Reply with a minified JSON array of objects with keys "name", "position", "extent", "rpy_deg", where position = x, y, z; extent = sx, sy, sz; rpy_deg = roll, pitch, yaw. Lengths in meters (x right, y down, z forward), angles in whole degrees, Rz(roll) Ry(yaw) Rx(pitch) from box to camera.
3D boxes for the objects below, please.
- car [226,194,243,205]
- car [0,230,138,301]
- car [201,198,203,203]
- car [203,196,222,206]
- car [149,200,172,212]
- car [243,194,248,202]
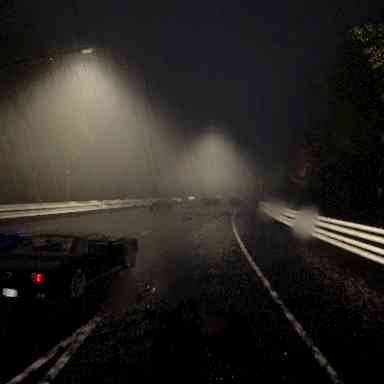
[{"name":"car","position":[8.610,1.688,66.553],"extent":[2.097,1.767,4.553],"rpy_deg":[0,0,11]},{"name":"car","position":[-2.989,1.632,8.479],"extent":[1.895,1.301,4.718],"rpy_deg":[0,0,11]},{"name":"car","position":[3.286,1.796,75.642],"extent":[1.882,1.535,5.008],"rpy_deg":[0,0,11]},{"name":"car","position":[3.949,1.633,61.093],"extent":[2.097,1.767,4.553],"rpy_deg":[0,0,11]},{"name":"car","position":[-3.768,1.675,40.310],"extent":[1.812,1.442,4.674],"rpy_deg":[0,0,11]},{"name":"car","position":[13.335,1.962,90.228],"extent":[2.128,1.511,4.902],"rpy_deg":[0,0,11]}]
